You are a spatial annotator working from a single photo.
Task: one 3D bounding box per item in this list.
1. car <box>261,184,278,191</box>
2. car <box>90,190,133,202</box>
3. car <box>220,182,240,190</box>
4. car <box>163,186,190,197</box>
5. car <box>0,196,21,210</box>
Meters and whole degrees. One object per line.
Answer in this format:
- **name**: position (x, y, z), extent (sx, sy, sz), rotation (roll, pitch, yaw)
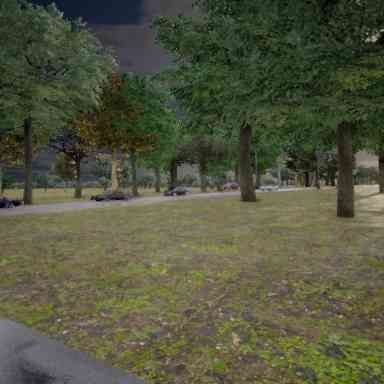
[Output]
- **car**: position (15.450, -0.862, 66.022), extent (1.895, 1.301, 4.718), rotation (-1, 2, 37)
- **car**: position (-9.479, 0.429, 39.675), extent (2.033, 1.411, 5.357), rotation (-1, 2, 37)
- **car**: position (6.998, -1.047, 60.934), extent (2.097, 1.767, 4.553), rotation (-1, 2, 38)
- **car**: position (-2.261, -0.070, 49.043), extent (1.837, 1.490, 4.892), rotation (-1, 2, 38)
- **car**: position (-17.804, 1.012, 29.207), extent (1.895, 1.301, 4.718), rotation (-1, 2, 40)
